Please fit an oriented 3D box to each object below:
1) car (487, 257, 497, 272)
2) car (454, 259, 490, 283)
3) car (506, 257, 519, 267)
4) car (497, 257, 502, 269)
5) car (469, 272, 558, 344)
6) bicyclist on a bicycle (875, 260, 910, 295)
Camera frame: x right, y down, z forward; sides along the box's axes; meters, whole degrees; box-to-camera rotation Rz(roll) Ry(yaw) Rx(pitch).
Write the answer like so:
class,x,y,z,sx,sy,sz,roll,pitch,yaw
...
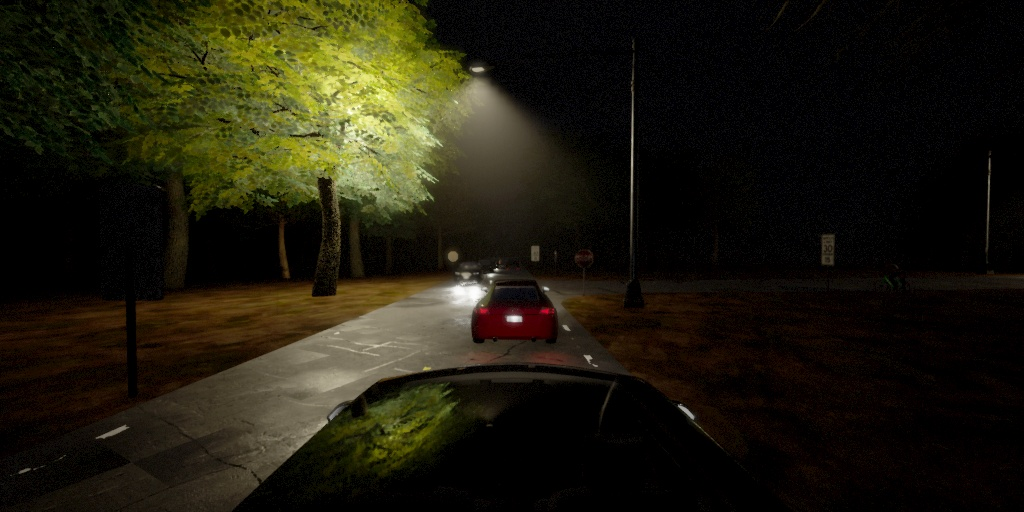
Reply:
class,x,y,z,sx,sy,sz,roll,pitch,yaw
car,-3.093,1.143,41.441,1.882,1.535,5.008,0,0,0
car,-3.093,1.188,26.694,2.128,1.511,4.902,1,0,0
car,0.101,0.920,60.733,2.097,1.767,4.553,0,0,0
car,-3.072,0.959,54.126,2.097,1.767,4.553,0,0,0
car,0.088,1.308,9.631,1.994,1.385,4.181,0,0,1
bicyclist on a bicycle,18.546,1.038,17.518,0.582,1.620,1.656,-1,0,0
